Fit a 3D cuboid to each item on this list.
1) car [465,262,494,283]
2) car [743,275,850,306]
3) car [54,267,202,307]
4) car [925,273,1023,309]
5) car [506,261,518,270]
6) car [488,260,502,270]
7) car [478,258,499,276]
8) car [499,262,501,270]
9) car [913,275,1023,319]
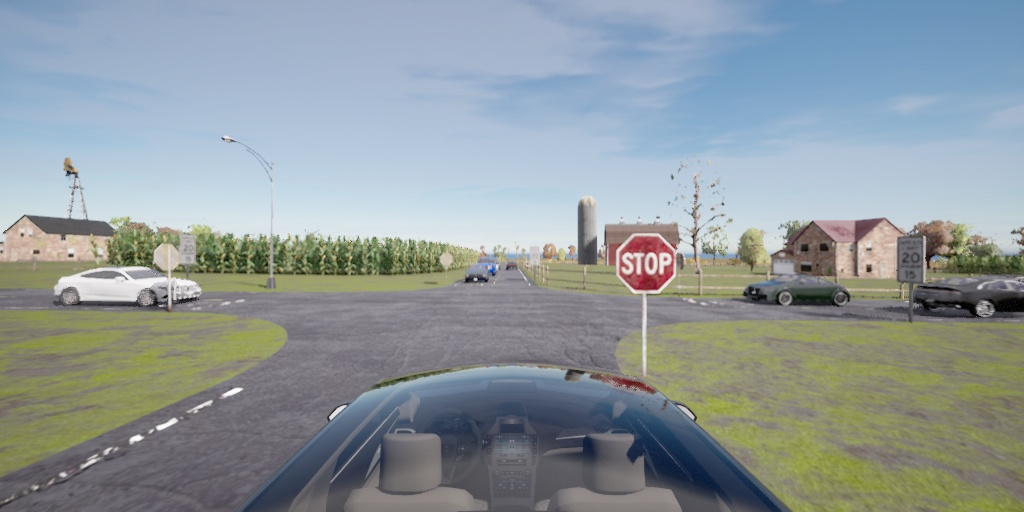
[{"bbox_3d":[-2.886,1.473,30.667,2.033,1.411,5.357,0,0,-1],"label":"car"},{"bbox_3d":[13.597,1.600,17.264,4.181,1.385,1.994,1,0,-2],"label":"car"},{"bbox_3d":[-15.048,1.166,14.147,4.674,1.442,1.812,1,0,0],"label":"car"},{"bbox_3d":[23.641,1.665,17.313,4.902,1.511,2.128,1,0,0],"label":"car"},{"bbox_3d":[-0.023,1.637,60.691,1.837,1.490,4.892,0,-1,0],"label":"car"},{"bbox_3d":[-2.896,1.486,60.912,2.097,1.767,4.553,0,0,0],"label":"car"},{"bbox_3d":[-2.926,1.214,40.850,2.150,2.045,5.566,0,0,0],"label":"car"},{"bbox_3d":[-2.936,1.586,50.618,1.812,1.442,4.674,0,0,0],"label":"car"},{"bbox_3d":[19.119,1.619,14.341,4.902,1.511,2.128,1,0,0],"label":"car"}]
